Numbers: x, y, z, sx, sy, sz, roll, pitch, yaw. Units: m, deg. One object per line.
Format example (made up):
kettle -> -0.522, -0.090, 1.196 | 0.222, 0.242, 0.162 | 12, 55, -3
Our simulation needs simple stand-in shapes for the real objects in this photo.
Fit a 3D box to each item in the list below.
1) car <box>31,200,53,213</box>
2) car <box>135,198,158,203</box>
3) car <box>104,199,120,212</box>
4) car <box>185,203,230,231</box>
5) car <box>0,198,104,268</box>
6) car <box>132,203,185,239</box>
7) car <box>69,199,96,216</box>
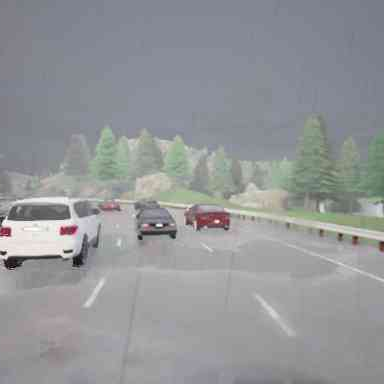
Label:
car -> -16.607, 1.545, 36.679 | 1.895, 1.301, 4.718 | 0, 0, -28
car -> -5.140, 1.420, 37.048 | 2.128, 1.511, 4.902 | 0, 0, -24
car -> -9.664, 1.496, 38.294 | 1.994, 1.385, 4.181 | 0, 0, -27
car -> 0.788, 1.433, 20.300 | 1.882, 1.535, 5.008 | 0, 0, -13
car -> -4.526, 1.203, 11.414 | 2.150, 2.045, 5.566 | 0, 0, -9
car -> -2.002, 1.513, 17.151 | 2.033, 1.411, 5.357 | 0, 0, -12
car -> -11.169, 1.491, 33.701 | 2.033, 1.411, 5.357 | 0, 0, -25
